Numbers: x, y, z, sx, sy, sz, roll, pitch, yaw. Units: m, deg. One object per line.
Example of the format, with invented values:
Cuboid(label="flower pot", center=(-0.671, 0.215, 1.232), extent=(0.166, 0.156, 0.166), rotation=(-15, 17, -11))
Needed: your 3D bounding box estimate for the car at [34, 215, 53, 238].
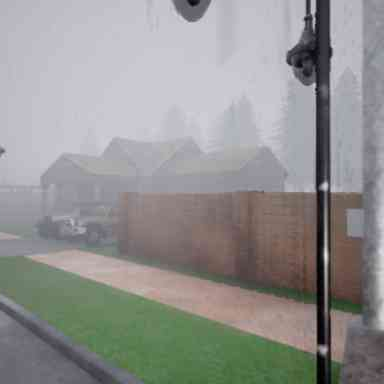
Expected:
Cuboid(label="car", center=(-5.865, 1.406, 17.221), extent=(1.905, 1.878, 3.866), rotation=(-1, -1, 44))

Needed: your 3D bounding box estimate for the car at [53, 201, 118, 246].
Cuboid(label="car", center=(-3.775, 1.389, 15.771), extent=(1.932, 1.855, 4.605), rotation=(-1, -1, 44))
